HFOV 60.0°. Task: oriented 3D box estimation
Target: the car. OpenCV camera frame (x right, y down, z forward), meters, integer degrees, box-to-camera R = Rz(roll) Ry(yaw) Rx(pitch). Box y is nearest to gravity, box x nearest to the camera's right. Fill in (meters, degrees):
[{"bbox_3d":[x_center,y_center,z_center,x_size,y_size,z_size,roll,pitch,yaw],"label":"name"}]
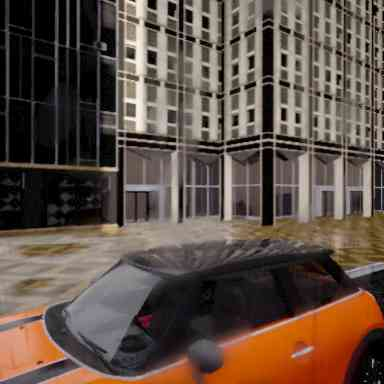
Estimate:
[{"bbox_3d":[-0.126,1.350,3.167,4.553,1.767,2.097,0,0,-35],"label":"car"}]
